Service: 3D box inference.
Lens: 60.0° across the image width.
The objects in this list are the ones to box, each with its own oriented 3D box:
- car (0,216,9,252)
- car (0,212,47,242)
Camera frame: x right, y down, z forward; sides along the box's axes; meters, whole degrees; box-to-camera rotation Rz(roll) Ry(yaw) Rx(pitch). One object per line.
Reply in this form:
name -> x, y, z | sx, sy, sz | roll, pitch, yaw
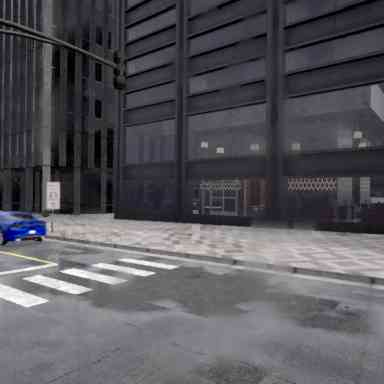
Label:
car -> -8.966, 1.705, 12.484 | 4.674, 1.442, 1.812 | -1, -1, 38
car -> -9.290, 1.730, 16.786 | 5.008, 1.535, 1.882 | -1, -1, 38
